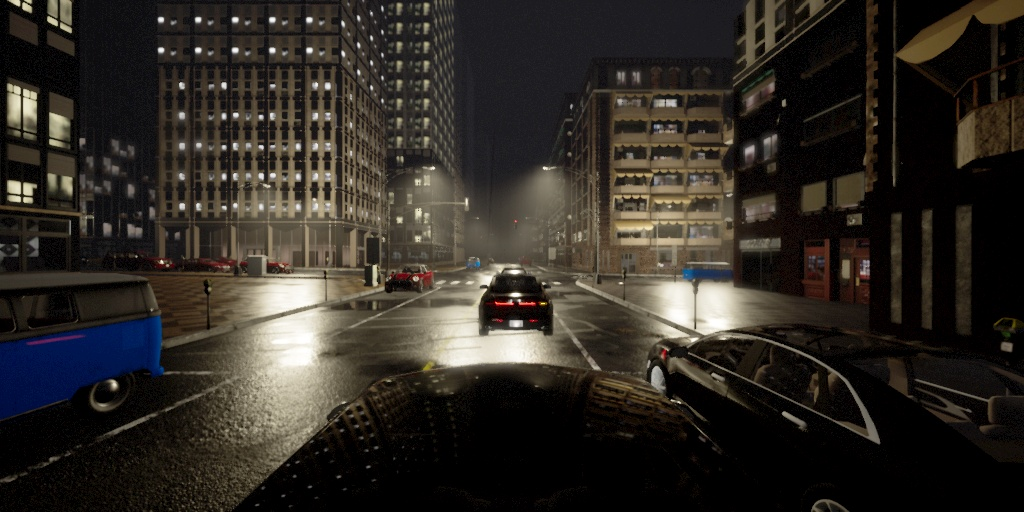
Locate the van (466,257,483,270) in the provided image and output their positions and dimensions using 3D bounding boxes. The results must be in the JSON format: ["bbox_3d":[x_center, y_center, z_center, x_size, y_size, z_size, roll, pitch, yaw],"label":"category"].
[{"bbox_3d":[-5.686,1.081,52.701,1.690,1.789,3.998,0,0,0],"label":"van"}]

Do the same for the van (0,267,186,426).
[{"bbox_3d":[-5.688,1.090,3.281,1.690,1.789,3.998,0,0,0],"label":"van"}]

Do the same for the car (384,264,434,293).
[{"bbox_3d":[-5.688,1.183,20.227,1.967,1.591,4.097,0,0,0],"label":"car"}]

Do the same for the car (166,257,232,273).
[{"bbox_3d":[-26.718,0.843,30.982,4.207,1.307,1.802,0,0,0],"label":"car"}]

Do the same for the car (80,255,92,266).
[{"bbox_3d":[-43.696,0.449,39.327,4.829,1.417,1.751,0,0,0],"label":"car"}]

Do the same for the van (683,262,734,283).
[{"bbox_3d":[16.915,1.443,30.943,3.998,1.789,1.690,0,0,0],"label":"van"}]

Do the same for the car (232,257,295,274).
[{"bbox_3d":[-21.144,0.808,30.995,4.097,1.591,1.967,0,0,0],"label":"car"}]

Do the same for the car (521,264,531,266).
[{"bbox_3d":[0.102,1.308,19.157,1.994,1.385,4.181,0,0,0],"label":"car"}]

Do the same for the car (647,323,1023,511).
[{"bbox_3d":[2.692,1.300,3.280,2.007,1.370,4.403,0,0,0],"label":"car"}]

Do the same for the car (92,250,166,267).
[{"bbox_3d":[-32.292,0.469,30.970,5.009,1.841,2.192,0,0,0],"label":"car"}]

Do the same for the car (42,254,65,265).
[{"bbox_3d":[-49.102,0.382,39.314,4.313,1.339,1.948,0,0,0],"label":"car"}]

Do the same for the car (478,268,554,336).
[{"bbox_3d":[0.102,1.251,10.364,1.837,1.490,4.892,0,0,0],"label":"car"}]
